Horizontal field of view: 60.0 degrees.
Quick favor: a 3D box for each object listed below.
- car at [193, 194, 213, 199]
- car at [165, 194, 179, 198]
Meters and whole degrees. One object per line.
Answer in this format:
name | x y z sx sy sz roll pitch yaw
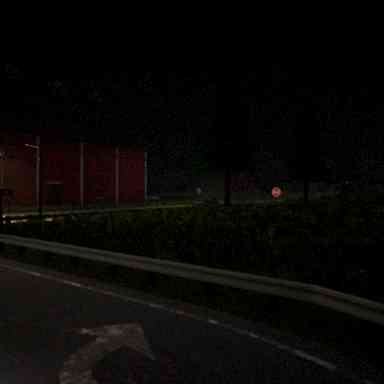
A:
car | 1.967 1.433 49.712 2.128 1.511 4.902 0 0 37
car | -5.207 1.362 86.070 1.816 1.474 4.193 0 0 36
